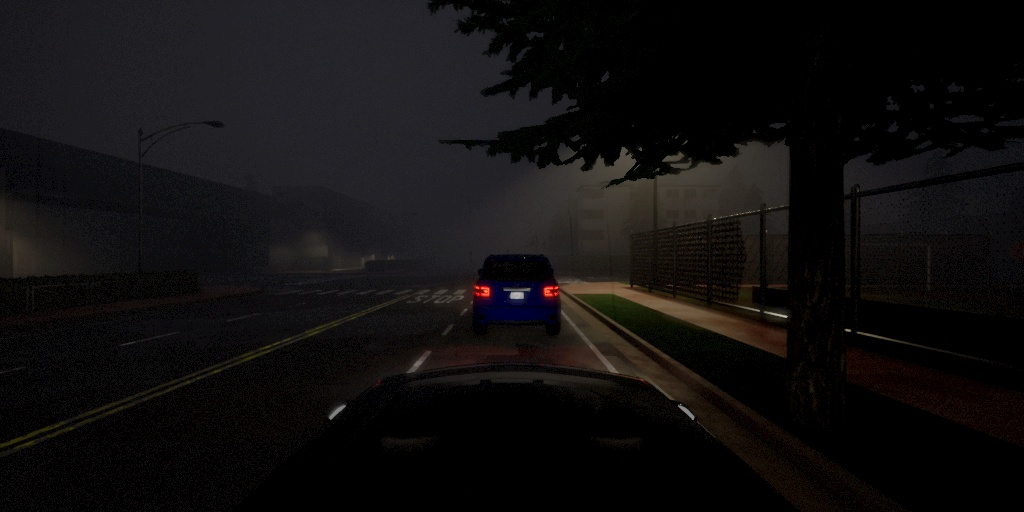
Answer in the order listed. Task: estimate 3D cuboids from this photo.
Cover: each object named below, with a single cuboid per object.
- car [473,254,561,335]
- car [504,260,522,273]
[{"bbox_3d":[0.124,0.970,10.648,2.150,2.045,5.566,0,0,0],"label":"car"},{"bbox_3d":[0.069,1.234,45.524,2.128,1.511,4.902,0,0,0],"label":"car"}]
